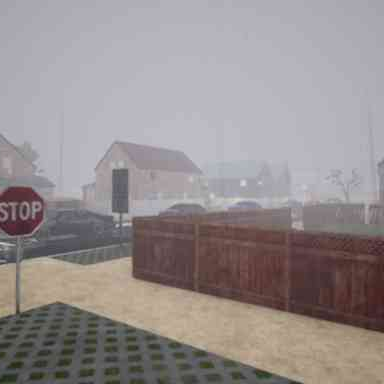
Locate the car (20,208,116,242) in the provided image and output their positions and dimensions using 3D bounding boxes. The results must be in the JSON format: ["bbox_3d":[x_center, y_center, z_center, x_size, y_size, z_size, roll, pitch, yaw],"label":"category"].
[{"bbox_3d":[-6.393,1.556,16.879,2.033,1.411,5.357,1,0,37],"label":"car"}]

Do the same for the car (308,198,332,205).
[{"bbox_3d":[16.273,1.749,43.646,2.128,1.511,4.902,1,0,35],"label":"car"}]

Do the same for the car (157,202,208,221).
[{"bbox_3d":[-0.645,1.572,24.903,1.837,1.490,4.892,1,0,35],"label":"car"}]

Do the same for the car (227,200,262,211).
[{"bbox_3d":[5.268,1.610,33.217,1.882,1.535,5.008,1,0,35],"label":"car"}]

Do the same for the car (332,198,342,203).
[{"bbox_3d":[22.317,1.686,52.108,2.097,1.767,4.553,1,0,32],"label":"car"}]

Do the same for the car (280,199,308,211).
[{"bbox_3d":[13.268,1.720,44.376,2.128,1.511,4.902,1,0,36],"label":"car"}]
